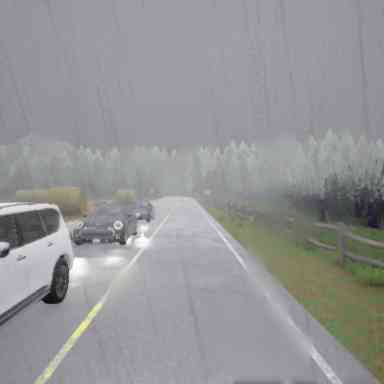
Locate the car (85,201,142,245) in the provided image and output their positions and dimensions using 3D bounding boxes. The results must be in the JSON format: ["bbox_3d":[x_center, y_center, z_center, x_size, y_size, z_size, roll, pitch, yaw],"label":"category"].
[{"bbox_3d":[-3.822,1.350,15.448,2.097,1.767,4.553,0,0,-1],"label":"car"}]

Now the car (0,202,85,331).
[{"bbox_3d":[-3.668,1.227,5.222,2.150,2.045,5.566,0,0,-1],"label":"car"}]

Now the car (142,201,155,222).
[{"bbox_3d":[-3.965,1.482,25.843,2.128,1.511,4.902,0,0,-1],"label":"car"}]
